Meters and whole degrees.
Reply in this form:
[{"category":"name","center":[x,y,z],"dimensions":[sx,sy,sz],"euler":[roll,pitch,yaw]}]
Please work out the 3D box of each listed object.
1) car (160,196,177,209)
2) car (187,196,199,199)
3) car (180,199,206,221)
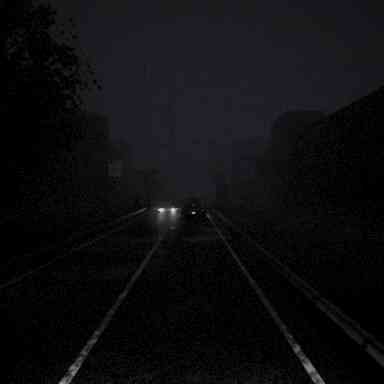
[{"category":"car","center":[-3.073,1.310,42.699],"dimensions":[1.812,1.442,4.674],"euler":[0,1,0]},{"category":"car","center":[0.114,1.288,42.856],"dimensions":[1.837,1.490,4.892],"euler":[0,1,0]},{"category":"car","center":[0.109,1.494,26.576],"dimensions":[1.994,1.385,4.181],"euler":[0,0,0]}]
